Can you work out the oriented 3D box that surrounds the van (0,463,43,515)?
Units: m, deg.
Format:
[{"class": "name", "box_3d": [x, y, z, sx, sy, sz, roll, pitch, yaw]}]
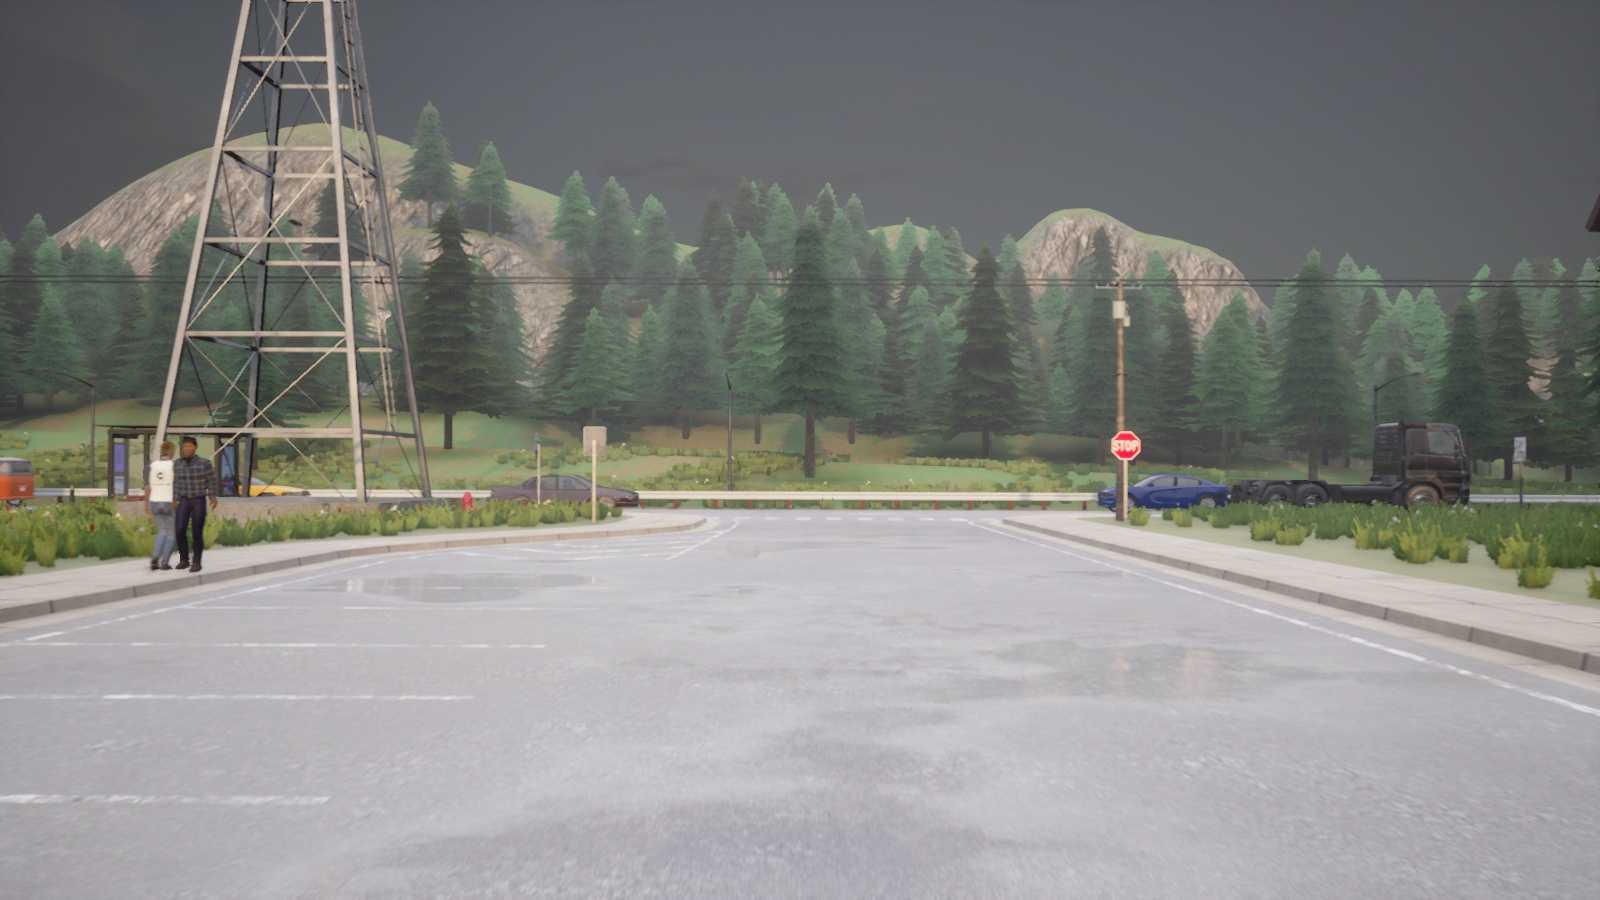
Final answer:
[{"class": "van", "box_3d": [-32.357, 1.518, 49.073, 4.442, 1.987, 1.775, 0, -1, 1]}]

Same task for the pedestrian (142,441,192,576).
[{"class": "pedestrian", "box_3d": [-8.781, 0.797, 17.444, 0.354, 1.836, 0.706, 0, -1, -3]}]

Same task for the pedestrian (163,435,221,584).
[{"class": "pedestrian", "box_3d": [-8.180, 0.786, 16.912, 0.423, 1.949, 0.788, 0, -1, -3]}]

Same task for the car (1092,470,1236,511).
[{"class": "car", "box_3d": [13.961, 1.546, 48.366, 5.008, 1.535, 1.882, 0, -1, 1]}]

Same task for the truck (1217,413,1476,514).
[{"class": "truck", "box_3d": [19.351, 0.506, 44.850, 7.936, 3.462, 2.891, 0, -1, 1]}]

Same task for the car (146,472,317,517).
[{"class": "car", "box_3d": [-20.503, 1.594, 45.390, 5.366, 1.575, 1.801, 0, -1, 1]}]

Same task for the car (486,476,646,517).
[{"class": "car", "box_3d": [-8.363, 1.652, 45.204, 5.357, 1.411, 2.033, 0, -1, 1]}]
